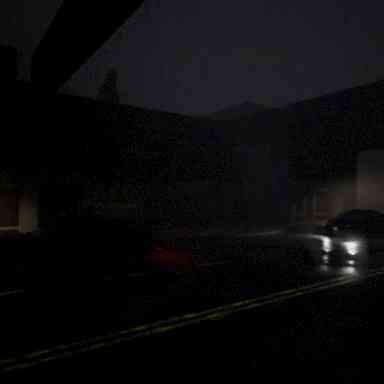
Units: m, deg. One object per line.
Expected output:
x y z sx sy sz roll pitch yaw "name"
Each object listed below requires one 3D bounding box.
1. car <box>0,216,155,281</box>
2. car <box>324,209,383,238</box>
-3.556 1.499 10.033 5.008 1.535 1.882 1 -1 -35 "car"
9.603 1.713 19.125 4.674 1.442 1.812 1 -1 -34 "car"
